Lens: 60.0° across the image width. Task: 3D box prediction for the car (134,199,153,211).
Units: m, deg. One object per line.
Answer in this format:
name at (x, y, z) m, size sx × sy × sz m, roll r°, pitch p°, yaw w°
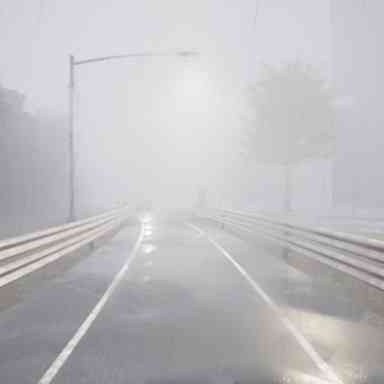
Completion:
car at (-7.010, 1.758, 47.738) m, size 2.097 × 1.767 × 4.553 m, roll 0°, pitch -1°, yaw -17°
